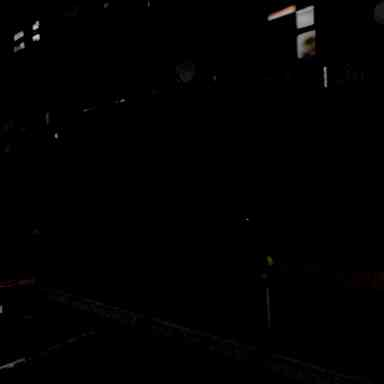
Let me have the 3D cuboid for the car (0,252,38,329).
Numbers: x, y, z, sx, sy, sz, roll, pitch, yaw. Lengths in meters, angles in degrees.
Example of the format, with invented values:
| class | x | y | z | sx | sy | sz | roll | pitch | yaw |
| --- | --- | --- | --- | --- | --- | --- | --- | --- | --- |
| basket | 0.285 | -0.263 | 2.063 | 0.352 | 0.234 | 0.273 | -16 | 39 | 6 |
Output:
| class | x | y | z | sx | sy | sz | roll | pitch | yaw |
| --- | --- | --- | --- | --- | --- | --- | --- | --- | --- |
| car | -4.615 | 1.568 | 6.039 | 4.507 | 1.381 | 1.887 | 0 | -1 | 36 |
